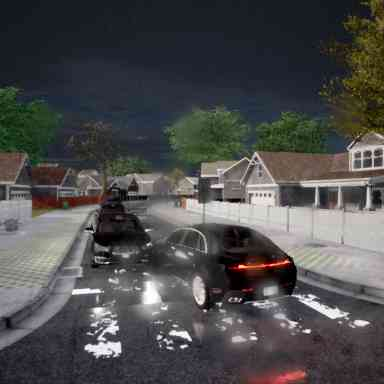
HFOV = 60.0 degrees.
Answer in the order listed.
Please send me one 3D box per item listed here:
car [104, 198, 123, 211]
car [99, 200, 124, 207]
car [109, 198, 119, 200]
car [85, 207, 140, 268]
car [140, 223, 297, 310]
[{"bbox_3d":[-9.741,1.522,41.518,1.812,1.442,4.674,0,0,-8],"label":"car"},{"bbox_3d":[-5.053,1.498,21.239,1.837,1.490,4.892,0,0,-15],"label":"car"},{"bbox_3d":[-7.634,1.486,31.266,2.128,1.511,4.902,0,0,-13],"label":"car"},{"bbox_3d":[-2.580,1.492,11.470,1.837,1.490,4.892,1,0,-18],"label":"car"},{"bbox_3d":[0.381,1.506,8.016,1.837,1.490,4.892,0,-1,-24],"label":"car"}]
